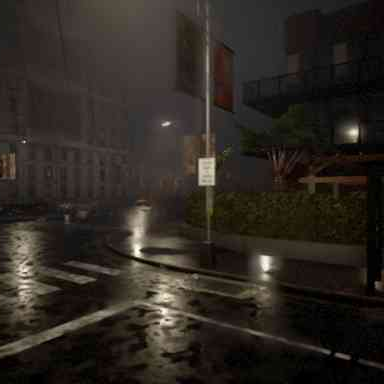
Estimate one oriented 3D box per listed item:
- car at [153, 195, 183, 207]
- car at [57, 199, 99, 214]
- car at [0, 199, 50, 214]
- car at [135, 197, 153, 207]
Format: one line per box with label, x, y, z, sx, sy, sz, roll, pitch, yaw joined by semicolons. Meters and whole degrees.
car;-3.135;1.225;49.091;1.837;1.490;4.892;0;0;35
car;-12.287;1.533;36.213;1.812;1.442;4.674;0;0;35
car;-17.473;1.498;35.013;2.128;1.511;4.902;0;0;36
car;-6.428;1.486;50.503;1.882;1.535;5.008;0;0;35
